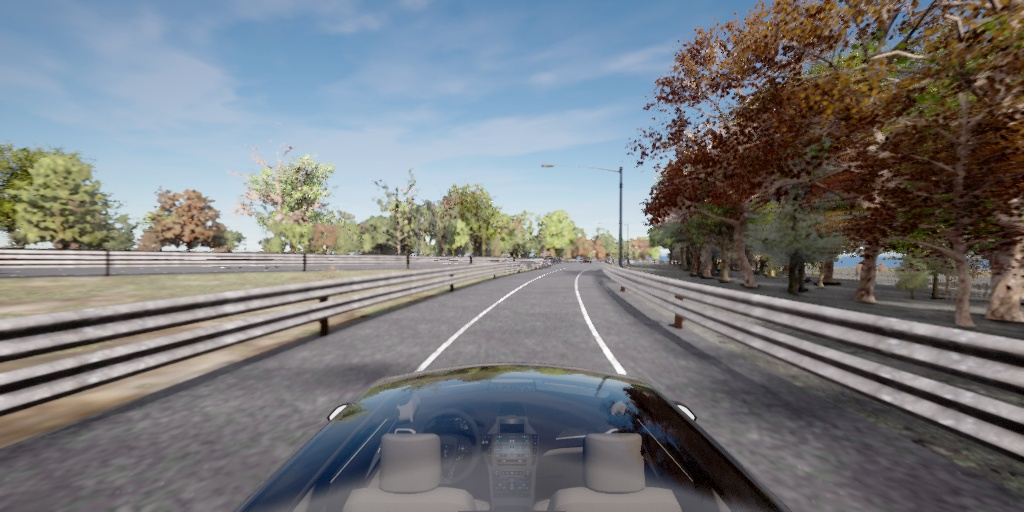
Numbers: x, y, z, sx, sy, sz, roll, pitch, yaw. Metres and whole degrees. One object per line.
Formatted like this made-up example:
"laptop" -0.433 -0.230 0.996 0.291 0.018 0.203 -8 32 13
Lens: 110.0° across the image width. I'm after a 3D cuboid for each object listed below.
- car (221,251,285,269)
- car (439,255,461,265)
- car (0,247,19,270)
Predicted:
"car" -23.308 0.278 32.557 2.128 1.511 4.902 0 -1 32
"car" -10.274 0.635 59.830 1.812 1.442 4.674 0 -1 32
"car" -28.751 -0.197 17.478 2.150 2.045 5.566 0 -1 33
